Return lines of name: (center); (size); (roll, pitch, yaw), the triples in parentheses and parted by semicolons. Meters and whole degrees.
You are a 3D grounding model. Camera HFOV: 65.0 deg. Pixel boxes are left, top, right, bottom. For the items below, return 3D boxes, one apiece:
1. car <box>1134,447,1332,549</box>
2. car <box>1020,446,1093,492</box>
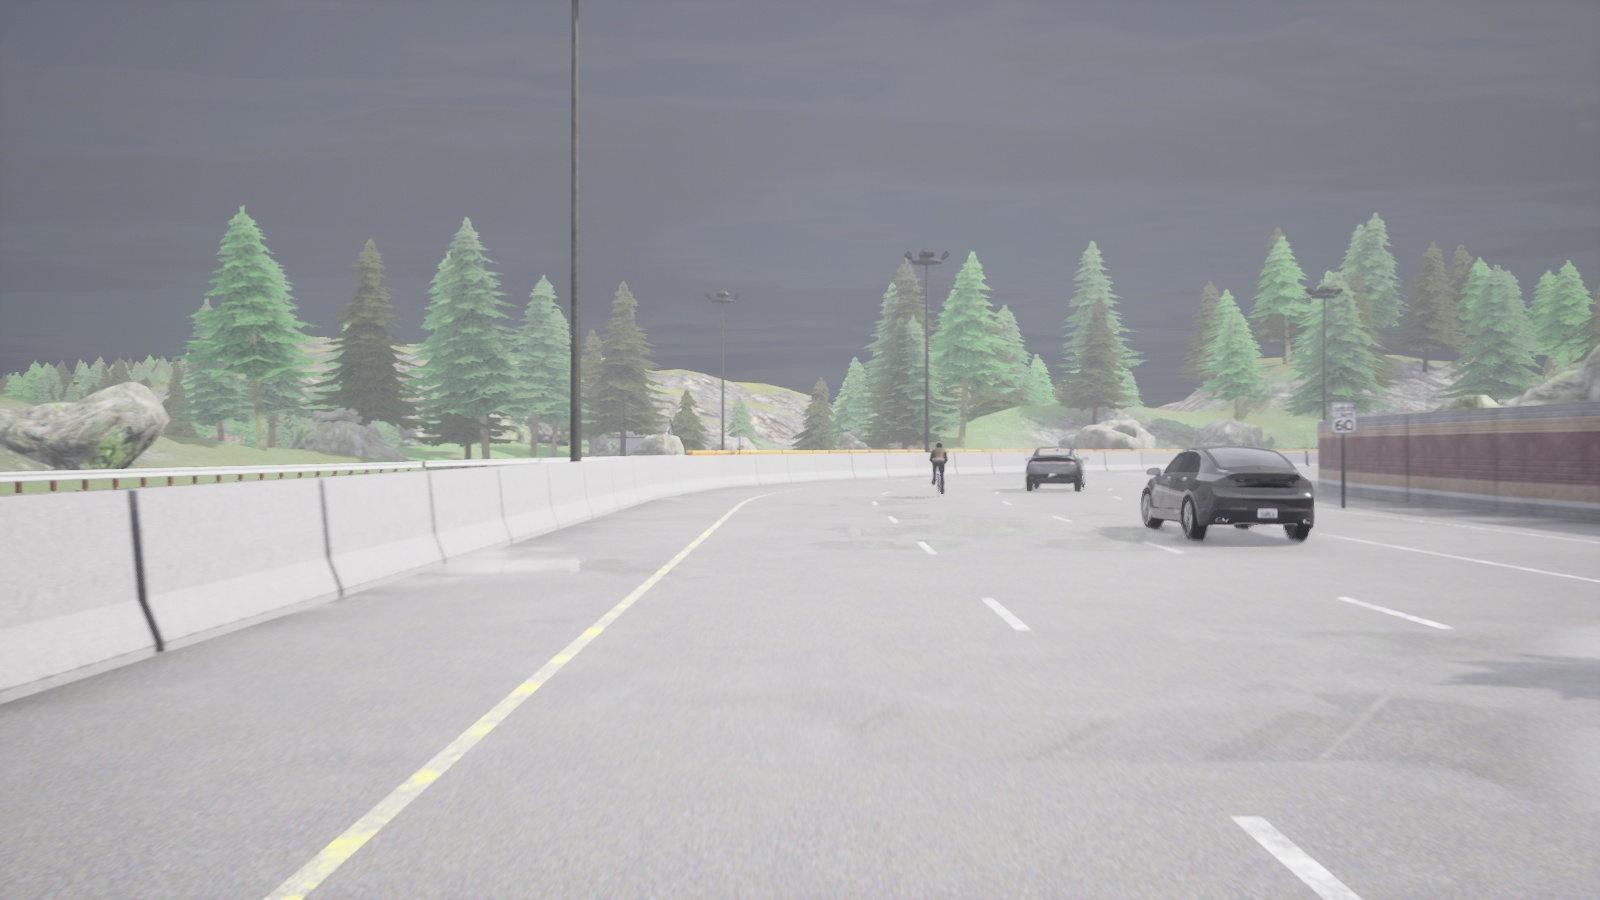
car: (7.158, 0.709, 21.324); (1.837, 1.490, 4.892); (1, 0, 2)
car: (8.895, 0.609, 43.254); (2.128, 1.511, 4.902); (0, 0, 15)
